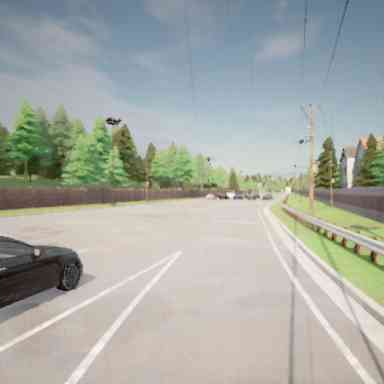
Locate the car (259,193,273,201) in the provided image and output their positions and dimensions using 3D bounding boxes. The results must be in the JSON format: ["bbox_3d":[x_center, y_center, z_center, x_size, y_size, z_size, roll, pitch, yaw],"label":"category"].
[{"bbox_3d":[18.189,1.327,81.205,2.033,1.411,5.357,0,0,17],"label":"car"}]

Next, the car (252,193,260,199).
[{"bbox_3d":[17.801,1.116,92.189,1.812,1.442,4.674,0,0,17],"label":"car"}]

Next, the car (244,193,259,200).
[{"bbox_3d":[14.834,1.299,82.201,2.128,1.511,4.902,0,0,17],"label":"car"}]

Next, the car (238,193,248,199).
[{"bbox_3d":[14.446,1.118,93.186,2.033,1.411,5.357,0,0,17],"label":"car"}]

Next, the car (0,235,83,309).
[{"bbox_3d":[-3.998,1.493,6.200,1.812,1.442,4.674,0,0,16],"label":"car"}]

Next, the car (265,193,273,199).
[{"bbox_3d":[21.156,1.129,91.193,1.812,1.442,4.674,0,0,17],"label":"car"}]

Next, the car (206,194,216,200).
[{"bbox_3d":[4.887,1.257,85.590,1.812,1.442,4.674,0,0,17],"label":"car"}]

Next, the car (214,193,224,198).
[{"bbox_3d":[7.736,1.028,95.178,1.882,1.535,5.008,0,0,17],"label":"car"}]

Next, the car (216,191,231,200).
[{"bbox_3d":[8.124,1.224,84.194,1.882,1.535,5.008,0,0,17],"label":"car"}]

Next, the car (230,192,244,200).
[{"bbox_3d":[11.597,1.284,83.597,1.812,1.442,4.674,0,0,17],"label":"car"}]
